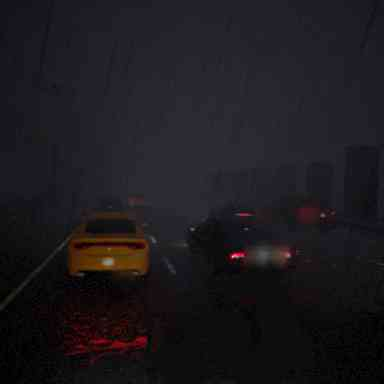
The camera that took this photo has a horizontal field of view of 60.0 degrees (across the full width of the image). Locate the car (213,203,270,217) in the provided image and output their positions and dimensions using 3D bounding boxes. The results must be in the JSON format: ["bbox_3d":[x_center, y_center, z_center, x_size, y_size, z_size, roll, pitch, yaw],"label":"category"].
[{"bbox_3d":[2.457,1.405,20.116,2.128,1.511,4.902,2,1,-14],"label":"car"}]

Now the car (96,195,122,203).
[{"bbox_3d":[-7.018,0.990,28.177,1.882,1.535,5.008,2,0,-17],"label":"car"}]

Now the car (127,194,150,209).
[{"bbox_3d":[-5.852,0.965,35.913,1.882,1.535,5.008,2,0,-19],"label":"car"}]

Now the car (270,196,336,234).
[{"bbox_3d":[6.140,1.266,19.852,2.150,2.045,5.566,2,0,-14],"label":"car"}]

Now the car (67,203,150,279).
[{"bbox_3d":[-2.295,1.314,9.557,1.882,1.535,5.008,2,0,-12],"label":"car"}]

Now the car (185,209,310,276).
[{"bbox_3d":[1.140,1.499,10.238,2.033,1.411,5.357,2,1,-12],"label":"car"}]
